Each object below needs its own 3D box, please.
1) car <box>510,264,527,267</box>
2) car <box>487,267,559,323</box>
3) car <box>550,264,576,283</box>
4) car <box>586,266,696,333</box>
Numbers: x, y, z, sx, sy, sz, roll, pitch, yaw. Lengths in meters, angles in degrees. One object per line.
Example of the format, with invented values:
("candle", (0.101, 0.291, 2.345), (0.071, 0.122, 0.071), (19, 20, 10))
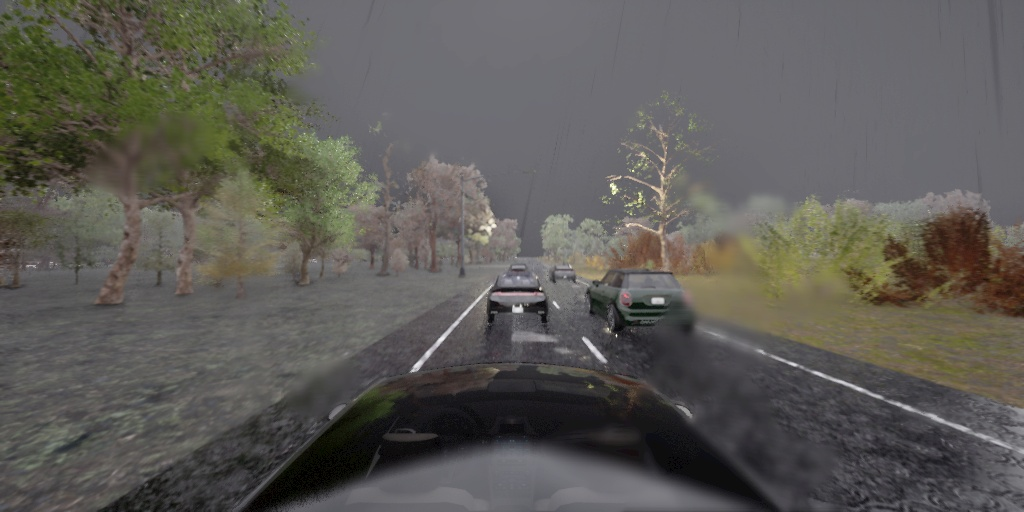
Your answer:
("car", (0.573, 1.408, 29.871), (1.837, 1.490, 4.892), (0, 0, 2))
("car", (0.187, 1.300, 12.402), (2.128, 1.511, 4.902), (0, 0, 1))
("car", (4.059, 1.393, 29.343), (2.128, 1.511, 4.902), (0, 0, 2))
("car", (3.675, 1.154, 11.099), (2.097, 1.767, 4.553), (0, 0, 1))
